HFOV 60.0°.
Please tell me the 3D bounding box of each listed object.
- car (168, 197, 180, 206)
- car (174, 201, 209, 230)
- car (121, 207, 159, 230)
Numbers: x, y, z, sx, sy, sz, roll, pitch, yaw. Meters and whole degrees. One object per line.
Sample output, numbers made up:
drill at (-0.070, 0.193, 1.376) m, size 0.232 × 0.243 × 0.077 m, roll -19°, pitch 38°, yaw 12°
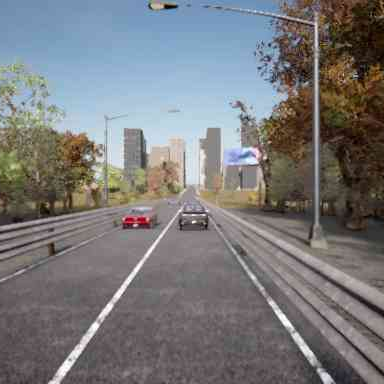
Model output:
car at (-3.308, 1.680, 62.417) m, size 2.097 × 1.767 × 4.553 m, roll 0°, pitch 0°, yaw 0°
car at (0.102, 1.585, 22.036) m, size 2.128 × 1.511 × 4.902 m, roll 0°, pitch 0°, yaw 0°
car at (-3.347, 1.694, 21.933) m, size 1.895 × 1.301 × 4.718 m, roll 0°, pitch 0°, yaw 0°
